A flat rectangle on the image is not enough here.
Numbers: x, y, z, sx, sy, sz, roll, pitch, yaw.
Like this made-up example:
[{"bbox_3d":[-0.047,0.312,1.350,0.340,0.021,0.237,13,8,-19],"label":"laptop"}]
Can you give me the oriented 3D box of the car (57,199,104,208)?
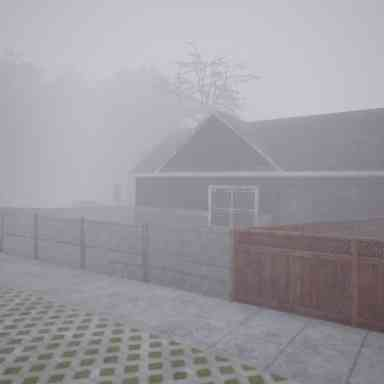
[{"bbox_3d":[-10.749,1.498,32.048,1.837,1.490,4.892,2,2,35],"label":"car"}]
